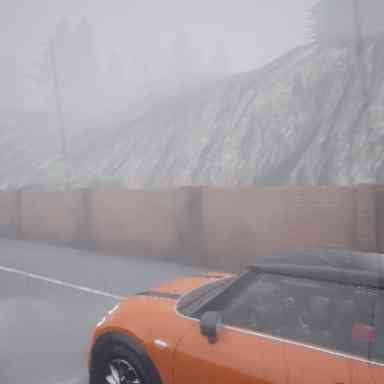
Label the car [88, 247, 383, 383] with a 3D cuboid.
[{"bbox_3d":[1.075,1.352,3.195,4.553,1.767,2.097,0,0,35],"label":"car"}]
